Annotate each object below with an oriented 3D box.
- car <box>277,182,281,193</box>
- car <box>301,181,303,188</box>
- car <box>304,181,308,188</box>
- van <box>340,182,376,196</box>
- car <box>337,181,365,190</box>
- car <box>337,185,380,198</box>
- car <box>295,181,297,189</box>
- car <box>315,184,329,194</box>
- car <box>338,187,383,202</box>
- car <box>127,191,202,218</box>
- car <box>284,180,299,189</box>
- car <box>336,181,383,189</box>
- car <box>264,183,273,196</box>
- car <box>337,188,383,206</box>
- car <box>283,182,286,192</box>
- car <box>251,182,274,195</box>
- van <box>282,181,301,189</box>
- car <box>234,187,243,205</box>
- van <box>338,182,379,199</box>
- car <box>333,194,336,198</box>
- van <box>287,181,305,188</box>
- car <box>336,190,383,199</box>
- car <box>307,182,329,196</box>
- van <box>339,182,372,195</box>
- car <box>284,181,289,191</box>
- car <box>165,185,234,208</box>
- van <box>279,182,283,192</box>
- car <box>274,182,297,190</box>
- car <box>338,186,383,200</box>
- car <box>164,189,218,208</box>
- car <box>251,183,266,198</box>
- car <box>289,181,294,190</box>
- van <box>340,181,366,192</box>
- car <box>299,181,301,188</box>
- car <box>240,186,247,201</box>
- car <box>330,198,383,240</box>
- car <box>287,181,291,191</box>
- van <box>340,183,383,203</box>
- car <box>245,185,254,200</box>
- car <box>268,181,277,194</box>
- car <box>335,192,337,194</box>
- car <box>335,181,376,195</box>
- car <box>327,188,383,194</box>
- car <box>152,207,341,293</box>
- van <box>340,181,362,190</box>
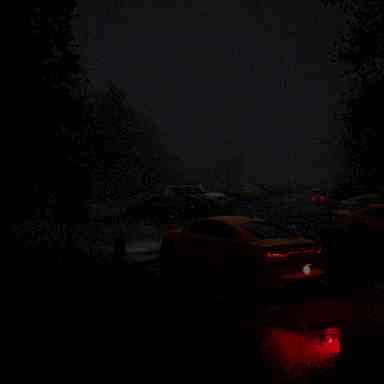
[{"bbox_3d":[10.344,-0.321,50.041,4.792,1.488,2.163,1,2,24],"label":"car"},{"bbox_3d":[22.706,-1.434,77.944,5.008,1.535,2.097,1,2,24],"label":"car"},{"bbox_3d":[26.118,-1.979,85.527,5.566,2.045,2.435,1,2,24],"label":"car"},{"bbox_3d":[23.476,-0.458,47.161,4.442,1.987,1.878,1,2,24],"label":"van"},{"bbox_3d":[34.637,-1.472,72.632,5.566,2.045,2.435,1,2,24],"label":"car"},{"bbox_3d":[22.250,-0.136,44.686,5.008,1.535,2.097,1,2,24],"label":"car"},{"bbox_3d":[18.199,-1.039,67.803,4.892,1.521,2.231,1,2,24],"label":"car"},{"bbox_3d":[22.301,-0.618,56.976,1.882,1.535,5.008,1,2,24],"label":"car"},{"bbox_3d":[18.953,0.204,37.210,4.792,1.488,2.163,1,3,24],"label":"car"},{"bbox_3d":[-2.098,0.965,22.195,4.792,1.488,2.163,1,3,24],"label":"car"},{"bbox_3d":[19.162,-1.144,70.411,5.366,1.575,1.946,1,2,24],"label":"car"},{"bbox_3d":[15.529,0.287,29.497,5.566,2.045,2.435,1,3,24],"label":"car"},{"bbox_3d":[7.110,-0.036,42.379,5.366,1.575,1.946,1,3,24],"label":"car"},{"bbox_3d":[16.601,0.445,32.062,4.792,1.488,2.163,1,3,24],"label":"car"},{"bbox_3d":[12.544,-0.519,55.136,4.792,1.488,2.163,1,2,24],"label":"car"},{"bbox_3d":[8.058,-0.145,44.984,4.892,1.521,2.231,1,3,24],"label":"car"},{"bbox_3d":[24.858,-1.858,83.051,4.442,1.987,1.878,1,2,24],"label":"van"},{"bbox_3d":[1.478,0.569,29.710,5.366,1.575,1.946,1,3,24],"label":"car"},{"bbox_3d":[21.015,-0.262,42.179,4.442,1.987,1.878,1,3,24],"label":"van"},{"bbox_3d":[10.980,1.056,19.420,4.792,1.488,2.163,1,3,24],"label":"car"},{"bbox_3d":[28.232,-2.079,90.645,4.442,1.987,1.878,1,2,24],"label":"van"},{"bbox_3d":[9.961,1.019,16.973,4.553,1.767,2.185,1,3,24],"label":"car"},{"bbox_3d":[18.122,-0.239,47.572,2.128,1.511,4.902,1,2,24],"label":"car"},{"bbox_3d":[24.387,-0.560,49.786,4.442,1.987,1.878,1,2,24],"label":"van"},{"bbox_3d":[13.671,-0.618,57.672,4.792,1.488,2.163,1,2,24],"label":"car"},{"bbox_3d":[0.207,0.441,27.227,5.566,2.045,2.435,1,3,24],"label":"car"},{"bbox_3d":[11.551,-0.674,52.532,4.442,1.987,1.878,1,2,24],"label":"van"},{"bbox_3d":[20.430,-1.363,72.879,4.553,1.767,2.185,1,2,24],"label":"car"},{"bbox_3d":[20.024,0.099,39.620,4.792,1.488,2.163,1,3,24],"label":"car"},{"bbox_3d":[-0.940,0.814,24.714,5.008,1.535,2.097,1,3,24],"label":"car"},{"bbox_3d":[5.695,0.070,40.108,5.366,1.575,1.946,1,3,24],"label":"car"},{"bbox_3d":[15.782,-0.849,62.805,5.366,1.575,1.946,1,2,24],"label":"car"},{"bbox_3d":[31.397,-1.150,64.985,4.442,1.987,1.878,1,2,24],"label":"van"},{"bbox_3d":[21.556,-1.461,75.414,4.553,1.767,2.185,1,2,24],"label":"car"},{"bbox_3d":[2.441,0.447,32.317,4.892,1.521,2.231,1,3,24],"label":"car"},{"bbox_3d":[8.803,1.265,14.463,5.008,1.535,2.097,1,3,24],"label":"car"},{"bbox_3d":[14.798,-0.716,60.207,4.792,1.488,2.163,1,2,24],"label":"car"},{"bbox_3d":[17.908,0.067,34.633,4.442,1.987,1.878,1,3,24],"label":"van"},{"bbox_3d":[3.392,0.318,34.929,5.366,1.575,1.946,1,3,24],"label":"car"},{"bbox_3d":[9.221,-0.376,47.502,4.553,1.767,2.185,1,3,24],"label":"car"},{"bbox_3d":[12.128,0.945,21.938,4.674,1.452,2.002,1,3,24],"label":"car"},{"bbox_3d":[25.592,-0.682,52.278,5.566,2.045,2.435,1,2,24],"label":"car"},{"bbox_3d":[13.085,0.776,24.539,5.366,1.575,1.946,1,3,24],"label":"car"},{"bbox_3d":[0.953,1.351,8.625,1.882,1.535,5.008,2,-1,-32],"label":"car"},{"bbox_3d":[35.894,-1.542,75.105,4.442,1.987,1.878,1,2,24],"label":"van"}]
